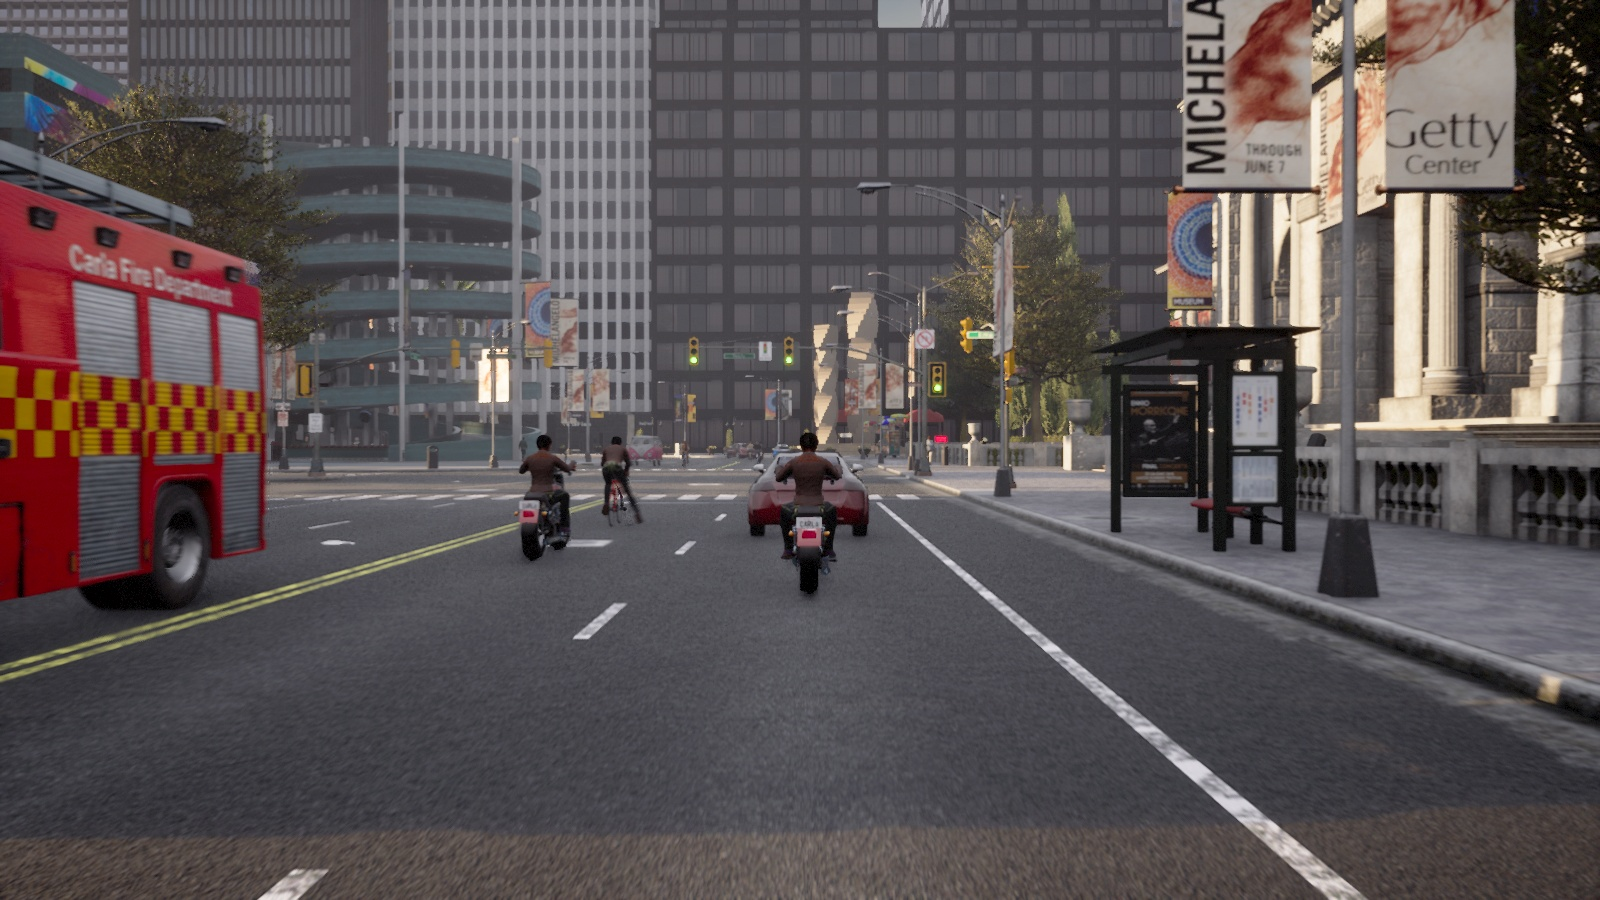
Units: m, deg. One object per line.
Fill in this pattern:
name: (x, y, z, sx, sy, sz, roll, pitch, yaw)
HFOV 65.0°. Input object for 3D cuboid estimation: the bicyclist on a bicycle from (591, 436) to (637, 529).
bicyclist on a bicycle: (-3.352, 0.569, 22.717, 0.582, 1.620, 1.656, 0, 0, 0)

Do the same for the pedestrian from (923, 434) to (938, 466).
pedestrian: (7.699, -0.008, 74.092, 0.874, 1.855, 0.900, 0, 0, 3)

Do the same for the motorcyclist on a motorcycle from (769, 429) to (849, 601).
motorcyclist on a motorcycle: (0.093, 0.622, 13.244, 0.766, 1.649, 2.350, 0, 0, 0)

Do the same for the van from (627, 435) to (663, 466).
van: (-10.014, 0.033, 81.411, 1.775, 1.987, 4.442, 0, 0, 0)

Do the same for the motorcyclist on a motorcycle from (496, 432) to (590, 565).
motorcyclist on a motorcycle: (-3.387, 0.599, 16.778, 0.766, 1.649, 2.350, 0, 0, 0)

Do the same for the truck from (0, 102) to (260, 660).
truck: (-6.935, -0.471, 8.473, 2.891, 3.827, 8.468, 0, 0, 0)

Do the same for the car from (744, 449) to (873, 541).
car: (0.141, 0.690, 21.435, 1.994, 1.385, 4.181, 0, 0, 0)
